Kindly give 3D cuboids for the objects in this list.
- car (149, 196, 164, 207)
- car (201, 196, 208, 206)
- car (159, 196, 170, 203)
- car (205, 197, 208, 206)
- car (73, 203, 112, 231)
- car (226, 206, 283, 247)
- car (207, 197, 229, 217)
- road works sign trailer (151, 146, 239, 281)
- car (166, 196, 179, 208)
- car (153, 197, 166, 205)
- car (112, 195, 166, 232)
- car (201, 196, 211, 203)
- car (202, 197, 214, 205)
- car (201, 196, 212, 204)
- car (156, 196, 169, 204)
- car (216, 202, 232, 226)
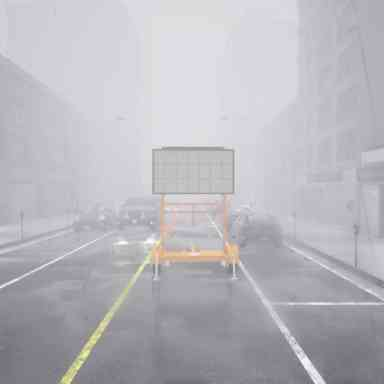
[{"bbox_3d":[-5.712,1.458,53.337,1.967,1.590,4.097,-1,0,0],"label":"car"},{"bbox_3d":[2.815,1.584,53.327,1.947,1.339,4.313,-1,0,0],"label":"car"},{"bbox_3d":[-5.691,1.577,69.853,1.887,1.381,4.507,-1,0,0],"label":"car"},{"bbox_3d":[2.795,1.552,36.811,1.887,1.381,4.507,-1,0,0],"label":"car"},{"bbox_3d":[-5.751,1.440,20.306,1.967,1.590,4.097,-1,0,0],"label":"car"},{"bbox_3d":[2.769,1.550,14.790,2.008,1.369,4.403,-1,0,0],"label":"car"},{"bbox_3d":[2.787,1.445,31.306,1.967,1.590,4.097,-1,0,0],"label":"car"},{"bbox_3d":[0.035,0.463,9.897,2.380,3.560,2.880,0,0,-2],"label":"road works sign trailer"},{"bbox_3d":[-2.944,1.578,47.944,1.994,1.385,4.181,0,0,0],"label":"car"},{"bbox_3d":[-5.704,1.589,58.842,1.947,1.339,4.313,-1,0,0],"label":"car"},{"bbox_3d":[-3.076,1.222,20.536,2.150,2.045,5.566,0,0,0],"label":"car"},{"bbox_3d":[2.834,1.578,69.842,1.887,1.381,4.507,-1,0,0],"label":"car"},{"bbox_3d":[2.821,1.568,58.831,1.887,1.381,4.507,-1,0,0],"label":"car"},{"bbox_3d":[2.828,1.573,64.337,1.887,1.381,4.507,-1,0,0],"label":"car"},{"bbox_3d":[-5.697,1.579,64.347,2.008,1.369,4.403,-1,0,0],"label":"car"},{"bbox_3d":[2.775,1.545,20.296,1.887,1.381,4.507,-1,0,0],"label":"car"}]
